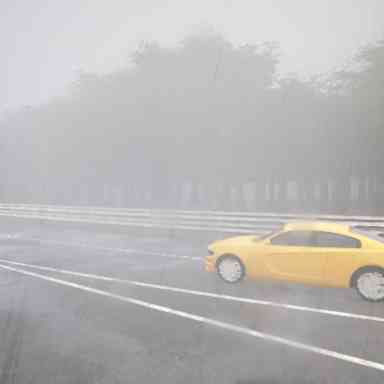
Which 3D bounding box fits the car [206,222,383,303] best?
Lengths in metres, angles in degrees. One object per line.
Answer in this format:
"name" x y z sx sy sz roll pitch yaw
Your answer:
"car" 2.771 1.494 8.195 5.008 1.535 1.882 0 0 26
